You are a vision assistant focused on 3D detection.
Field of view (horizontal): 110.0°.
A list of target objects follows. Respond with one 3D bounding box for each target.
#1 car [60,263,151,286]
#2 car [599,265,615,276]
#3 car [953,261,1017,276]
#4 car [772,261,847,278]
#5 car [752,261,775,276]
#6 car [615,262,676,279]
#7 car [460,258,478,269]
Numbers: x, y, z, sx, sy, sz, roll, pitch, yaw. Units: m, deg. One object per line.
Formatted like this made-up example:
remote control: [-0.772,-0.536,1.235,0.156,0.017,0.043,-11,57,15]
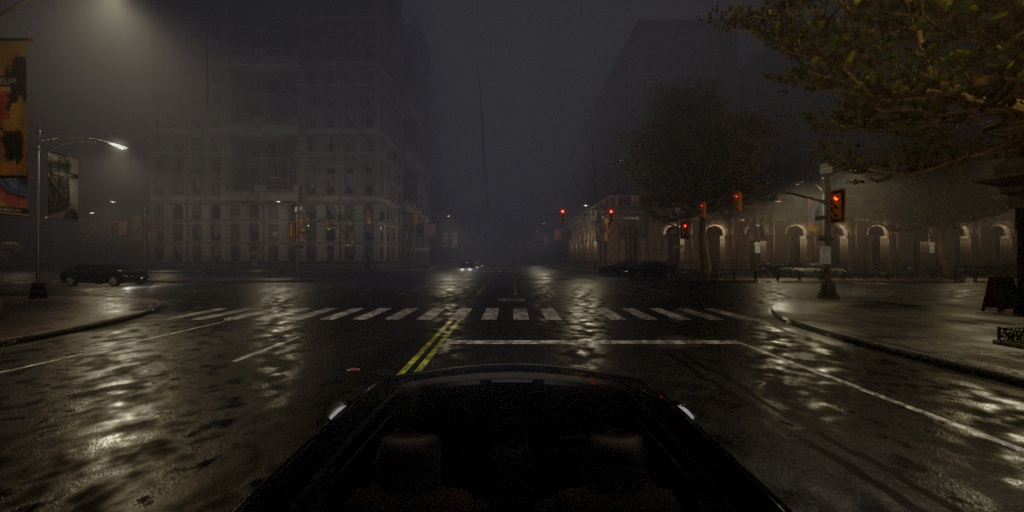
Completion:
car: [-27.649,1.255,24.442,4.892,1.490,1.837,0,0,0]
car: [11.652,1.297,36.826,5.357,1.411,2.033,0,0,15]
car: [47.204,1.241,35.803,4.902,1.511,2.128,0,0,1]
car: [26.831,1.351,32.411,4.718,1.301,1.895,0,0,0]
car: [26.740,1.242,35.910,4.902,1.511,2.128,0,0,0]
car: [12.241,1.256,32.208,4.892,1.490,1.837,0,-1,-5]
car: [-7.152,1.314,58.088,1.994,1.385,4.181,0,0,0]
